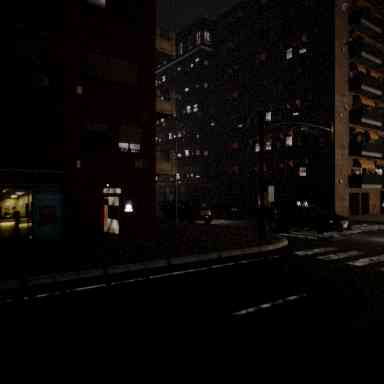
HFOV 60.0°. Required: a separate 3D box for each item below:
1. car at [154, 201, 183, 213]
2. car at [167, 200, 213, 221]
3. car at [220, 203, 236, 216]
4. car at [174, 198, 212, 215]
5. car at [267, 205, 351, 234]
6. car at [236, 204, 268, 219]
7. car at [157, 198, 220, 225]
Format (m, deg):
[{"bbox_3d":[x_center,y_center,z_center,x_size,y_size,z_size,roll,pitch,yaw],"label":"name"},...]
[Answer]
[{"bbox_3d":[-3.262,2.025,45.623,2.008,1.369,4.403,-1,0,-36],"label":"car"},{"bbox_3d":[-0.282,1.669,31.574,2.097,1.767,4.553,0,-1,-36],"label":"car"},{"bbox_3d":[3.327,1.898,36.645,1.947,1.339,4.313,-1,0,-36],"label":"car"},{"bbox_3d":[0.027,1.718,41.135,2.192,1.841,5.009,-1,0,-36],"label":"car"},{"bbox_3d":[7.265,1.636,20.439,2.128,1.511,4.902,0,-1,-29],"label":"car"},{"bbox_3d":[6.621,1.844,32.157,1.802,1.307,4.206,-1,0,-36],"label":"car"},{"bbox_3d":[-0.376,1.586,27.068,2.192,1.841,5.009,-1,0,-36],"label":"car"}]
